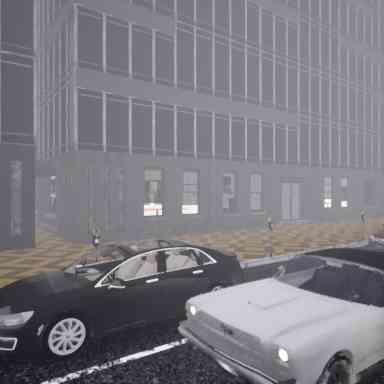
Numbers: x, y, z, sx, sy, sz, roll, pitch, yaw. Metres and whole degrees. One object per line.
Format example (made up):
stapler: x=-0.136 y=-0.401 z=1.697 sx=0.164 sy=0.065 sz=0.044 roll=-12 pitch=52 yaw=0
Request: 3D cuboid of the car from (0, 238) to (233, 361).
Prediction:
car: x=-1.031 y=1.551 z=5.819 sx=4.403 sy=1.369 sz=2.008 roll=0 pitch=0 yaw=-35

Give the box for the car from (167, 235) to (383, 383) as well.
car: x=2.177 y=1.601 z=4.917 sx=4.718 sy=1.301 sz=1.895 roll=0 pitch=0 yaw=-35

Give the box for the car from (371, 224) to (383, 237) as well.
car: x=8.257 y=1.582 z=12.402 sx=4.206 sy=1.307 sz=1.802 roll=0 pitch=0 yaw=-35
